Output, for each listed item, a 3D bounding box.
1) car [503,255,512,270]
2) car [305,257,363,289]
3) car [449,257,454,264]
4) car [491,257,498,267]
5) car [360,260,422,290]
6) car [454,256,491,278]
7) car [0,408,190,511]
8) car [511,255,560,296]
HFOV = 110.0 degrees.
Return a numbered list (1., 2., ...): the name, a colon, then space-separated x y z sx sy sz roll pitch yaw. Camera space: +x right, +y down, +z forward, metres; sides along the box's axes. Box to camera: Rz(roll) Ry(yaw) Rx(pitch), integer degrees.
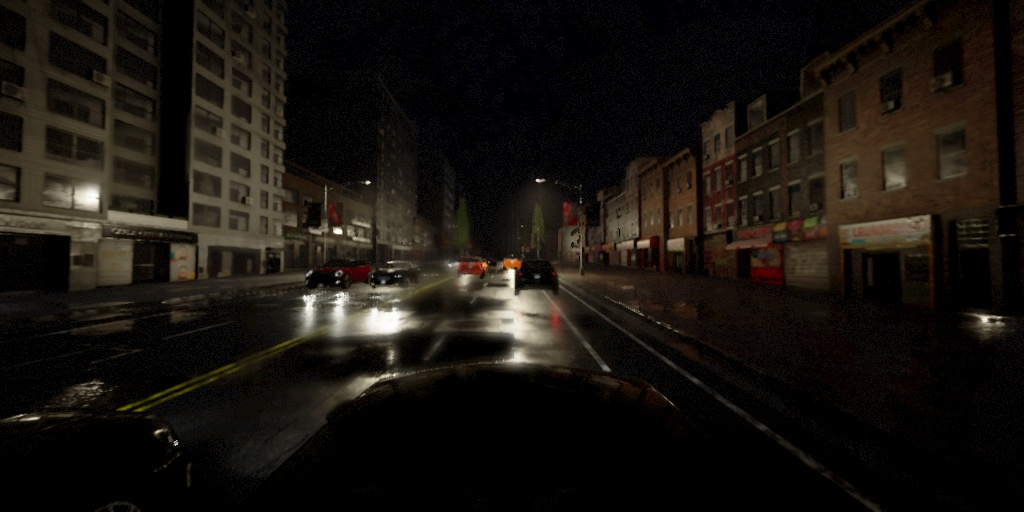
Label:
1. car: 0.055 0.660 41.594 2.097 1.767 4.553 0 1 1
2. car: -9.841 0.901 20.678 2.097 1.767 4.553 0 1 0
3. car: -9.756 0.753 62.678 1.895 1.301 4.718 0 0 1
4. car: -3.139 0.774 50.967 1.994 1.385 4.181 0 0 0
5. car: -6.591 1.039 20.824 2.128 1.511 4.902 0 1 0
6. car: -3.143 0.803 29.429 2.097 1.767 4.553 0 1 0
7. car: -3.150 1.266 0.455 1.837 1.490 4.892 0 0 0
8. car: 1.141 0.927 18.250 2.097 1.767 4.553 0 1 0
